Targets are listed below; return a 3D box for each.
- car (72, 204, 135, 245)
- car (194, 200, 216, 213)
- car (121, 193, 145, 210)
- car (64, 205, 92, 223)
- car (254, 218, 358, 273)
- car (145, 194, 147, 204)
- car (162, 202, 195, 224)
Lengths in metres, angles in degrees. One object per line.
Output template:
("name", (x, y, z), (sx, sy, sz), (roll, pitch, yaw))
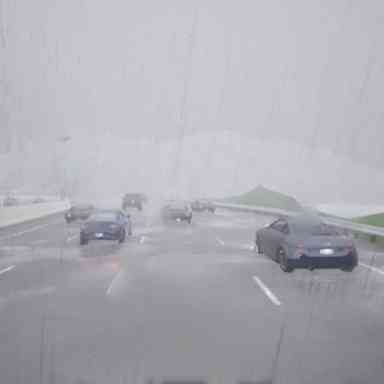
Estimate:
("car", (-3.896, 1.521, 15.435), (1.812, 1.442, 4.674), (0, 0, -5))
("car", (0.981, 1.478, 34.529), (1.895, 1.301, 4.718), (-1, 0, -11))
("car", (-7.431, 1.177, 40.687), (2.150, 2.045, 5.566), (0, 0, -14))
("car", (-8.250, 1.615, 25.384), (1.895, 1.301, 4.718), (-1, 0, -8))
("car", (3.334, 1.491, 10.516), (1.994, 1.385, 4.181), (-1, 0, -3))
("car", (-9.896, 1.137, 62.077), (2.150, 2.045, 5.566), (0, 0, -19))
("car", (-1.213, 1.536, 24.328), (1.895, 1.301, 4.718), (-1, 0, -8))
